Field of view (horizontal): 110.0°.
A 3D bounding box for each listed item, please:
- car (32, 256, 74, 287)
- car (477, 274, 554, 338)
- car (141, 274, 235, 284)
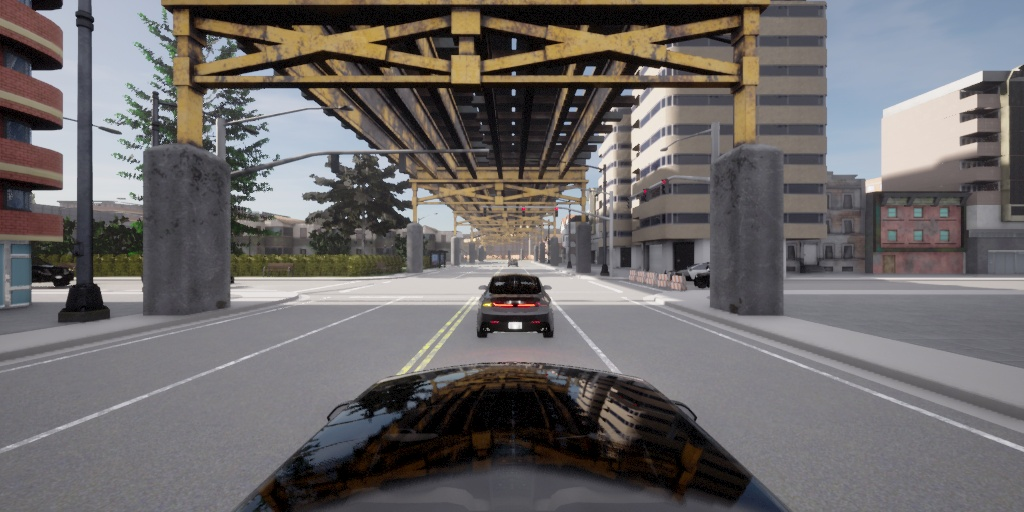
[{"bbox_3d":[-31.002,0.973,22.351,5.566,2.045,2.150,0,0,0],"label":"car"},{"bbox_3d":[0.087,1.255,10.172,1.837,1.490,4.892,0,0,0],"label":"car"},{"bbox_3d":[-20.035,1.255,22.285,4.892,1.490,1.837,0,0,0],"label":"car"}]
